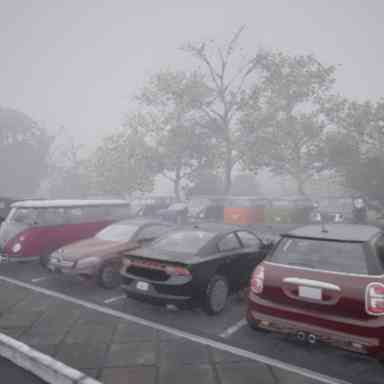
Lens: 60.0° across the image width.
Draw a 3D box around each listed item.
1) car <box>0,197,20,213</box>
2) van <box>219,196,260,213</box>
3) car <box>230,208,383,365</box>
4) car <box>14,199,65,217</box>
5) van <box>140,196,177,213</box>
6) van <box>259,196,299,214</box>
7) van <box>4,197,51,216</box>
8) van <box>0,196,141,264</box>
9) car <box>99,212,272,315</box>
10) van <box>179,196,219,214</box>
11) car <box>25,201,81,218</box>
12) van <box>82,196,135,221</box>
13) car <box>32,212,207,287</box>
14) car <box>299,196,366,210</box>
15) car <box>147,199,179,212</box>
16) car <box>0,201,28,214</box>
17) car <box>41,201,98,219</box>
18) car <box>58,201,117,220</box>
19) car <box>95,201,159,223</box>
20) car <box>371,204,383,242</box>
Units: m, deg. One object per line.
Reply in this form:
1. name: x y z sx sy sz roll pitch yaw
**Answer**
1. car: -25.456 1.704 42.576 2.435 2.045 5.566 -2 -1 36
2. van: 3.859 1.253 21.697 1.878 1.987 4.442 0 0 36
3. car: 2.813 1.365 6.177 2.185 1.767 4.553 0 0 36
4. car: -16.483 1.659 36.079 2.185 1.767 4.553 -1 -1 36
5. van: -3.021 1.313 26.336 1.878 1.987 4.442 -1 -1 36
6. van: 6.009 1.256 20.158 1.878 1.987 4.442 0 0 36
7. van: -18.650 1.599 37.813 1.878 1.987 4.442 -1 -1 36
8. van: -4.009 1.254 10.956 1.878 1.987 4.442 0 0 36
9. car: 0.570 1.487 7.815 2.097 1.535 5.008 0 0 36
10. van: 1.362 1.249 23.198 1.878 1.987 4.442 0 0 36
11. car: -14.316 1.745 34.559 2.097 1.535 5.008 -1 -1 36
12. van: -7.389 1.395 29.750 1.878 1.987 4.442 -1 -1 36
13. car: -1.682 1.523 9.437 2.002 1.452 4.674 0 0 36
14. car: 8.178 1.235 18.427 2.435 2.045 5.566 0 0 36
15. car: -0.695 1.498 24.821 2.097 1.535 5.008 -1 -1 36
16. car: -23.326 1.905 40.789 1.946 1.575 5.366 -1 -1 36
17. car: -11.961 1.702 32.874 2.097 1.535 5.008 -1 -1 36
18. car: -9.710 1.663 31.261 2.231 1.521 4.892 -1 -1 36
19. car: -5.308 1.577 27.890 1.946 1.575 5.366 -1 -1 36
20. car: 10.544 1.490 16.760 2.097 1.535 5.008 0 0 36
